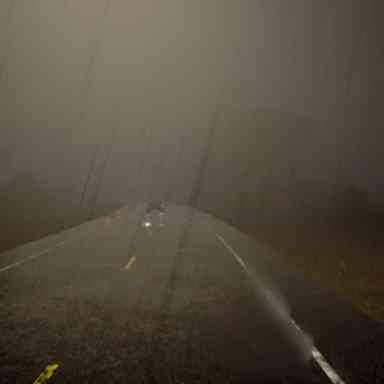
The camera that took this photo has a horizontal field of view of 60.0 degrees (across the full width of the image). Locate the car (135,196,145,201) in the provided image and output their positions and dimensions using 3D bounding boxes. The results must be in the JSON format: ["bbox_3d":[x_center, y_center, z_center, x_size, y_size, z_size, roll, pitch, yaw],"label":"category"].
[{"bbox_3d":[-13.799,1.745,88.112,1.812,1.442,4.674,0,-1,-24],"label":"car"}]

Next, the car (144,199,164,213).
[{"bbox_3d":[-4.065,1.575,36.885,1.895,1.301,4.718,0,0,-6],"label":"car"}]

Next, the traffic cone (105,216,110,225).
[{"bbox_3d":[-5.662,1.918,22.277,0.340,0.580,0.340,0,0,-4],"label":"traffic cone"}]
